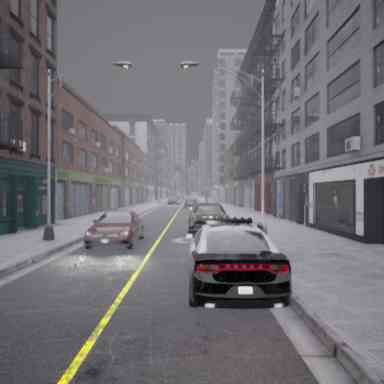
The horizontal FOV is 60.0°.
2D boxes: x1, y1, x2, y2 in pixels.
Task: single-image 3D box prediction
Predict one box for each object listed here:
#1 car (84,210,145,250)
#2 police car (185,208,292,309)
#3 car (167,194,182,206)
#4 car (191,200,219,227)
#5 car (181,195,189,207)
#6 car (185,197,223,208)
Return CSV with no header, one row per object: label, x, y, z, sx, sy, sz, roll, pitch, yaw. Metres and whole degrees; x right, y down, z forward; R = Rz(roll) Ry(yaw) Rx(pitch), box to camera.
car,-3.157,1.518,14.362,1.812,1.442,4.674,0,0,0
police car,0.876,1.420,8.081,1.930,1.638,5.238,0,0,0
car,-3.256,1.576,57.384,2.033,1.411,5.357,0,0,0
car,0.824,1.449,24.162,1.801,1.575,5.366,0,0,0
car,-0.111,1.506,46.874,2.128,1.511,4.902,0,0,0
car,0.844,1.343,17.942,2.097,1.767,4.553,0,0,0
